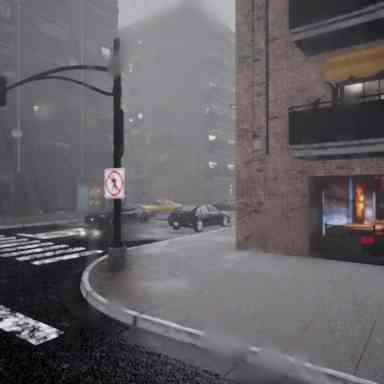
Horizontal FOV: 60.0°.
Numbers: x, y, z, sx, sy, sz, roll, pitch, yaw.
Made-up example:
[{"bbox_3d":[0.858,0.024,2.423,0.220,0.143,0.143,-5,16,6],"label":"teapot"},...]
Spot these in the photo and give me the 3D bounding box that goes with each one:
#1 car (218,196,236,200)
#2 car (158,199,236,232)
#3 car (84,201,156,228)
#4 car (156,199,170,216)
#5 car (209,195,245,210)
[{"bbox_3d":[3.045,1.205,31.152,1.994,1.385,4.181,0,1,36],"label":"car"},{"bbox_3d":[0.486,1.331,18.366,2.008,1.369,4.403,1,1,36],"label":"car"},{"bbox_3d":[-4.550,1.366,20.661,1.994,1.385,4.181,0,1,36],"label":"car"},{"bbox_3d":[-2.691,1.250,27.418,1.752,1.417,4.829,1,1,36],"label":"car"},{"bbox_3d":[3.957,1.109,36.606,1.752,1.417,4.829,1,1,36],"label":"car"}]
